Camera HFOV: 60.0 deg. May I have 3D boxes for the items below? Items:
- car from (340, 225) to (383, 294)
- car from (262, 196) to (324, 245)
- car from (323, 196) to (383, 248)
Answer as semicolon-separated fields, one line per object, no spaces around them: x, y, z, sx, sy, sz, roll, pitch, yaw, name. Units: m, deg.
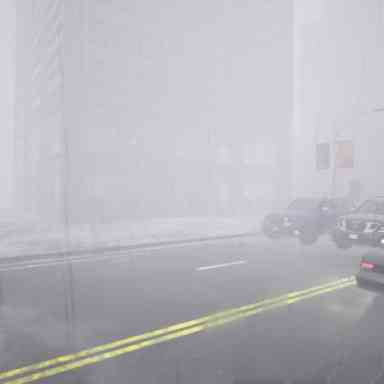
5.915;1.551;7.667;5.357;1.411;2.033;0;0;-35;car
5.817;1.228;15.820;5.566;2.045;2.150;0;0;-35;car
7.956;1.227;13.353;5.566;2.045;2.150;0;0;-35;car
